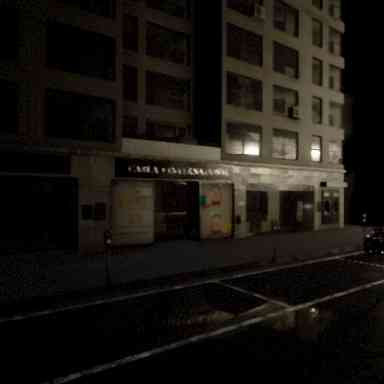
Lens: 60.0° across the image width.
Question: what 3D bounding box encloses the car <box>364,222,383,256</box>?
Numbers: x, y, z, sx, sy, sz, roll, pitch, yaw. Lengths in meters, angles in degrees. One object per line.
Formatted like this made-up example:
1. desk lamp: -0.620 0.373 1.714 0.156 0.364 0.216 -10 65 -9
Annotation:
1. car: 8.178 1.539 12.364 4.097 1.590 1.967 1 0 -35
